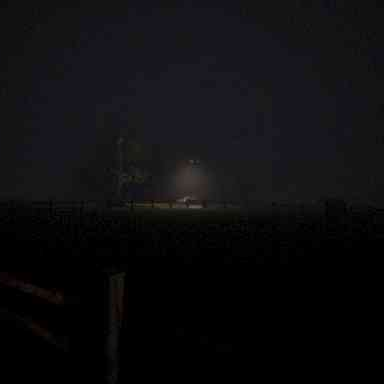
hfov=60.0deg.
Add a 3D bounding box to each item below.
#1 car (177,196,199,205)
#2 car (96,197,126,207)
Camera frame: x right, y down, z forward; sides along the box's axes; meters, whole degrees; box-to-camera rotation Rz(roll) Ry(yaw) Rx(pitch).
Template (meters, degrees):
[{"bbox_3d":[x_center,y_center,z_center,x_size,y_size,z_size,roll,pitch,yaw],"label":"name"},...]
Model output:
[{"bbox_3d":[-0.728,1.525,61.056,2.097,1.767,4.553,1,0,38],"label":"car"},{"bbox_3d":[-11.514,1.462,47.396,1.994,1.385,4.181,1,0,38],"label":"car"}]
